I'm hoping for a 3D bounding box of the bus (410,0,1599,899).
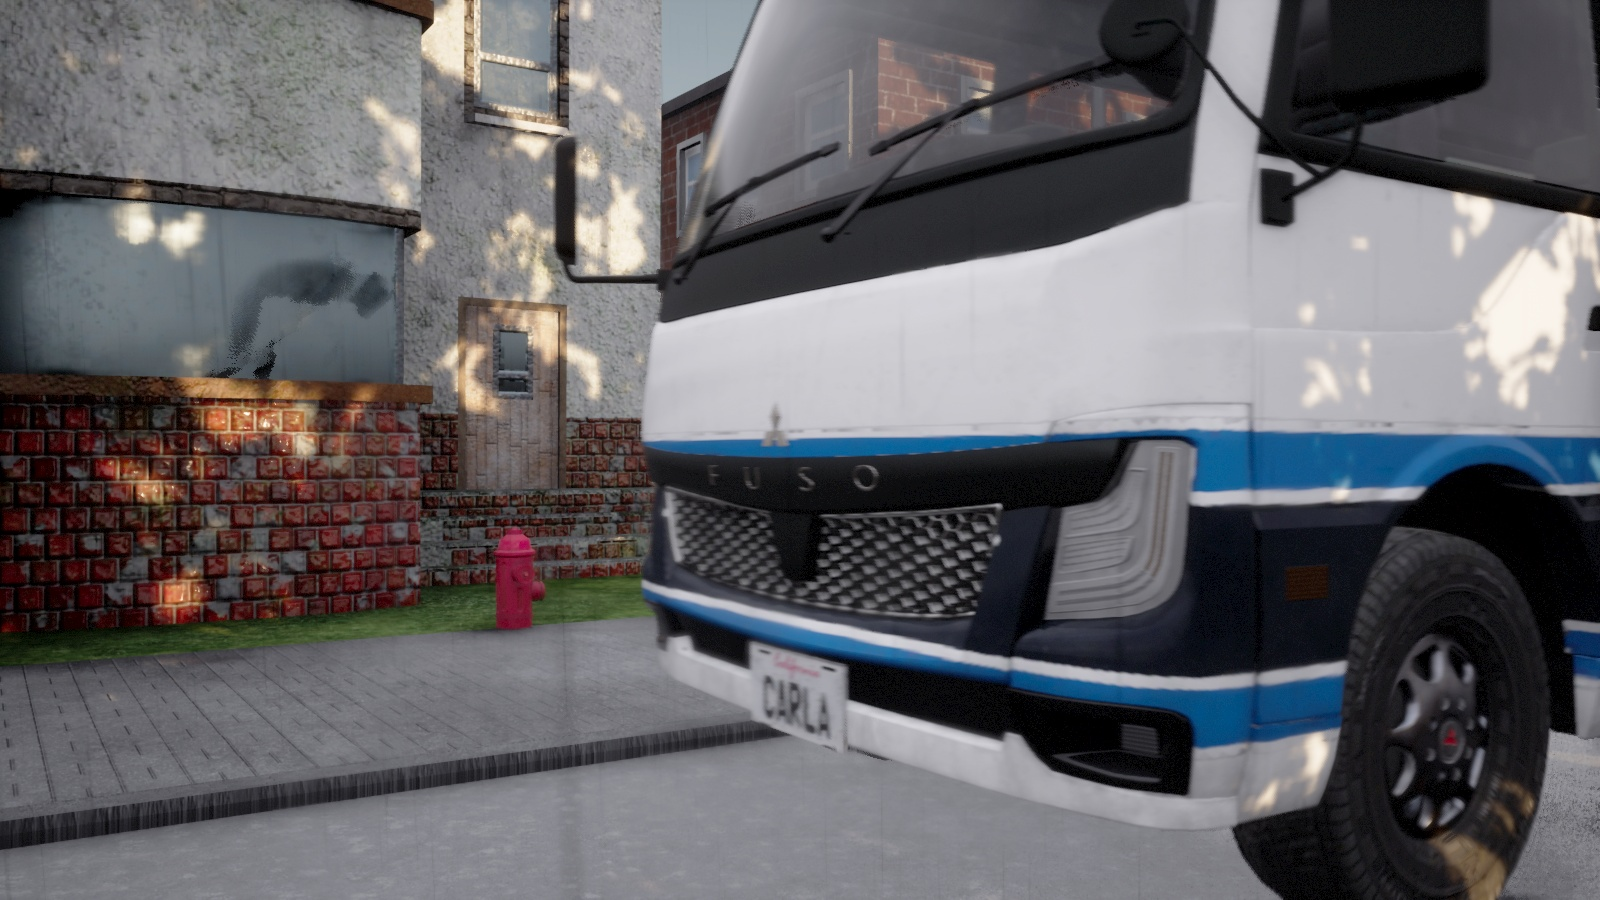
[{"bbox_3d":[3.665,-0.623,6.639,10.273,4.253,3.944,0,0,-32],"label":"bus"}]
